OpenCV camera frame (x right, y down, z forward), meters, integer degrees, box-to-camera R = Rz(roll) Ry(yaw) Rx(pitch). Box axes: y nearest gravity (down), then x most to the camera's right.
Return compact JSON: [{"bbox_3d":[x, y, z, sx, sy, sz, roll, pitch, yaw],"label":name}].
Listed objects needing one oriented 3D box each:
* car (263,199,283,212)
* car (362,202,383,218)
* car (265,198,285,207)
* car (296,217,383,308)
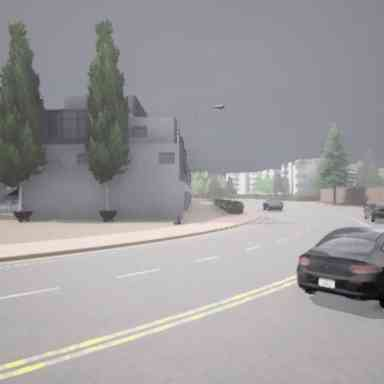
[{"bbox_3d":[10.360,1.723,42.779,1.882,1.535,5.008,0,0,2],"label":"car"},{"bbox_3d":[15.288,1.616,27.141,1.837,1.490,4.892,0,0,17],"label":"car"},{"bbox_3d":[14.418,1.880,58.336,2.033,1.411,5.357,0,0,-1],"label":"car"},{"bbox_3d":[4.174,1.562,7.943,1.812,1.442,4.674,0,0,45],"label":"car"}]
